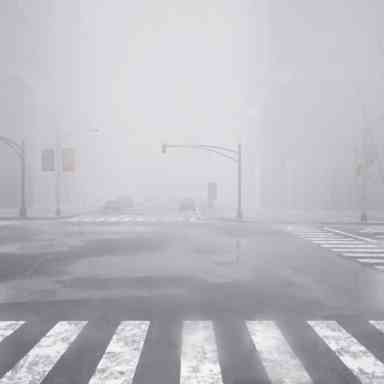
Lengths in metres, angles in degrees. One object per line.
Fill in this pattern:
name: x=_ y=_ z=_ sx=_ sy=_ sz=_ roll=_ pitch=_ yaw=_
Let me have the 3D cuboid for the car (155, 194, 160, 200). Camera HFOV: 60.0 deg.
car: x=-9.291 y=1.417 z=76.885 sx=2.192 sy=1.841 sz=5.009 roll=0 pitch=0 yaw=0

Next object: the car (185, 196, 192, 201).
car: x=-0.852 y=1.696 z=93.195 sx=1.887 sy=1.381 sz=4.507 roll=0 pitch=0 yaw=0

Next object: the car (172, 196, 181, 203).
car: x=-3.518 y=1.651 z=75.798 sx=1.994 sy=1.385 sz=4.181 roll=0 pitch=0 yaw=0

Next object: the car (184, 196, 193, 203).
car: x=-0.737 y=1.612 z=71.665 sx=1.752 sy=1.417 sz=4.829 roll=0 pitch=0 yaw=0

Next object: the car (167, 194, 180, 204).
car: x=-3.366 y=1.576 z=65.713 sx=1.837 sy=1.490 sz=4.892 roll=0 pitch=0 yaw=0

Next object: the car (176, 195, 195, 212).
car: x=-0.564 y=1.448 z=38.946 sx=1.967 sy=1.590 sz=4.097 roll=0 pitch=0 yaw=0

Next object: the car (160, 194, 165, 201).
car: x=-9.376 y=1.696 z=93.162 sx=1.887 sy=1.381 sz=4.507 roll=0 pitch=0 yaw=0

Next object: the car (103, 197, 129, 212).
car: x=-9.088 y=1.574 z=38.903 sx=1.947 sy=1.339 sz=4.313 roll=0 pitch=0 yaw=0

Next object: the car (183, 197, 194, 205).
car: x=-0.679 y=1.603 z=60.645 sx=1.887 sy=1.381 sz=4.507 roll=0 pitch=0 yaw=0

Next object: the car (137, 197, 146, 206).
car: x=-9.174 y=1.570 z=55.011 sx=1.752 sy=1.417 sz=4.829 roll=0 pitch=0 yaw=0

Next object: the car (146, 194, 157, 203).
car: x=-9.261 y=1.669 z=71.459 sx=1.802 sy=1.307 sz=4.206 roll=0 pitch=0 yaw=0

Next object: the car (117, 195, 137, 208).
car: x=-9.118 y=1.335 z=44.329 sx=2.192 sy=1.841 sz=5.009 roll=0 pitch=0 yaw=0

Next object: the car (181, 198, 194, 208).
car: x=-0.621 y=1.614 z=49.795 sx=1.802 sy=1.307 sz=4.206 roll=0 pitch=0 yaw=0
